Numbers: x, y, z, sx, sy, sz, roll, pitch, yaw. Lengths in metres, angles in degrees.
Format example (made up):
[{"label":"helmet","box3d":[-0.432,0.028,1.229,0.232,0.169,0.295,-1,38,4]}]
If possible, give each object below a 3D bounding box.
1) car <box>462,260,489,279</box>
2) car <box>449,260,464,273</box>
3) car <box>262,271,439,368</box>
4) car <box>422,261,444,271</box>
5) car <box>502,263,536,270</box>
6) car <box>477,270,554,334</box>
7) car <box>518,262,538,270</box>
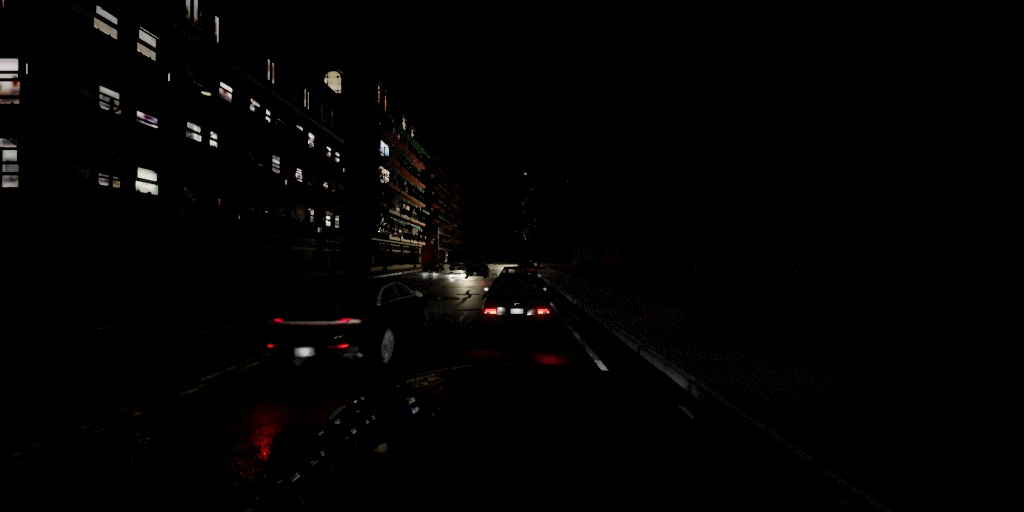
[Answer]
[{"label":"car","box3d":[-3.117,1.279,32.632,1.812,1.442,4.674,0,0,0]},{"label":"car","box3d":[-6.571,1.245,44.565,2.128,1.511,4.902,0,0,0]},{"label":"car","box3d":[-3.148,1.242,7.867,2.128,1.511,4.902,0,0,0]},{"label":"car","box3d":[-9.822,1.301,45.030,2.033,1.411,5.357,0,0,0]},{"label":"car","box3d":[0.112,1.300,20.987,2.033,1.411,5.357,0,0,0]},{"label":"car","box3d":[0.107,1.299,10.626,2.033,1.411,5.357,0,0,0]},{"label":"car","box3d":[1.157,1.259,30.755,1.837,1.490,4.892,0,0,0]}]
